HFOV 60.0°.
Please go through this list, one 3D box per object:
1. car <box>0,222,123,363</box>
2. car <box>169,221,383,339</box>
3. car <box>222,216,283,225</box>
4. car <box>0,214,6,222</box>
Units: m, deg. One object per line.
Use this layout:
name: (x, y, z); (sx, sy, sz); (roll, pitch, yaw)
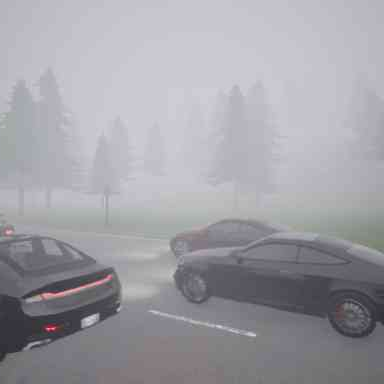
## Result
car: (-3.398, 1.491, 5.701); (4.902, 1.511, 2.128); (0, 0, 32)
car: (1.833, 1.526, 6.526); (4.674, 1.442, 1.812); (0, 0, 33)
car: (1.444, 1.525, 10.806); (4.674, 1.442, 1.812); (0, 0, 33)
car: (-9.240, 1.547, 13.306); (5.357, 1.411, 2.033); (0, 0, 32)
